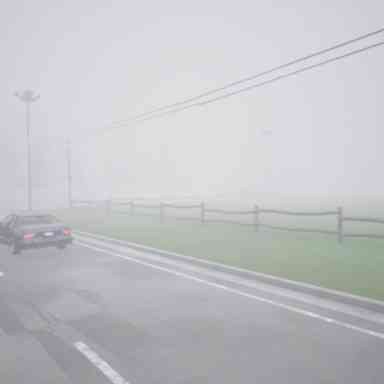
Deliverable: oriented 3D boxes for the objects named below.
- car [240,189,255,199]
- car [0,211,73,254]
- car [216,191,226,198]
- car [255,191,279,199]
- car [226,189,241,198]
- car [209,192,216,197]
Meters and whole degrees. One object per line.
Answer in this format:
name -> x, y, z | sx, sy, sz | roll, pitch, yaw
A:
car -> 12.877, 0.571, 68.721 | 4.892, 1.490, 1.837 | -1, 1, -39
car -> -6.526, 1.498, 13.373 | 2.033, 1.411, 5.357 | -1, 1, -40
car -> 8.443, 0.558, 74.138 | 5.008, 1.535, 1.882 | -1, 1, -39
car -> 15.344, 0.540, 66.228 | 5.008, 1.535, 1.882 | -2, 1, -39
car -> 10.633, 0.301, 71.407 | 5.566, 2.045, 2.150 | -1, 1, -39
car -> 6.226, 0.563, 76.846 | 5.008, 1.535, 1.882 | -1, 1, -39
